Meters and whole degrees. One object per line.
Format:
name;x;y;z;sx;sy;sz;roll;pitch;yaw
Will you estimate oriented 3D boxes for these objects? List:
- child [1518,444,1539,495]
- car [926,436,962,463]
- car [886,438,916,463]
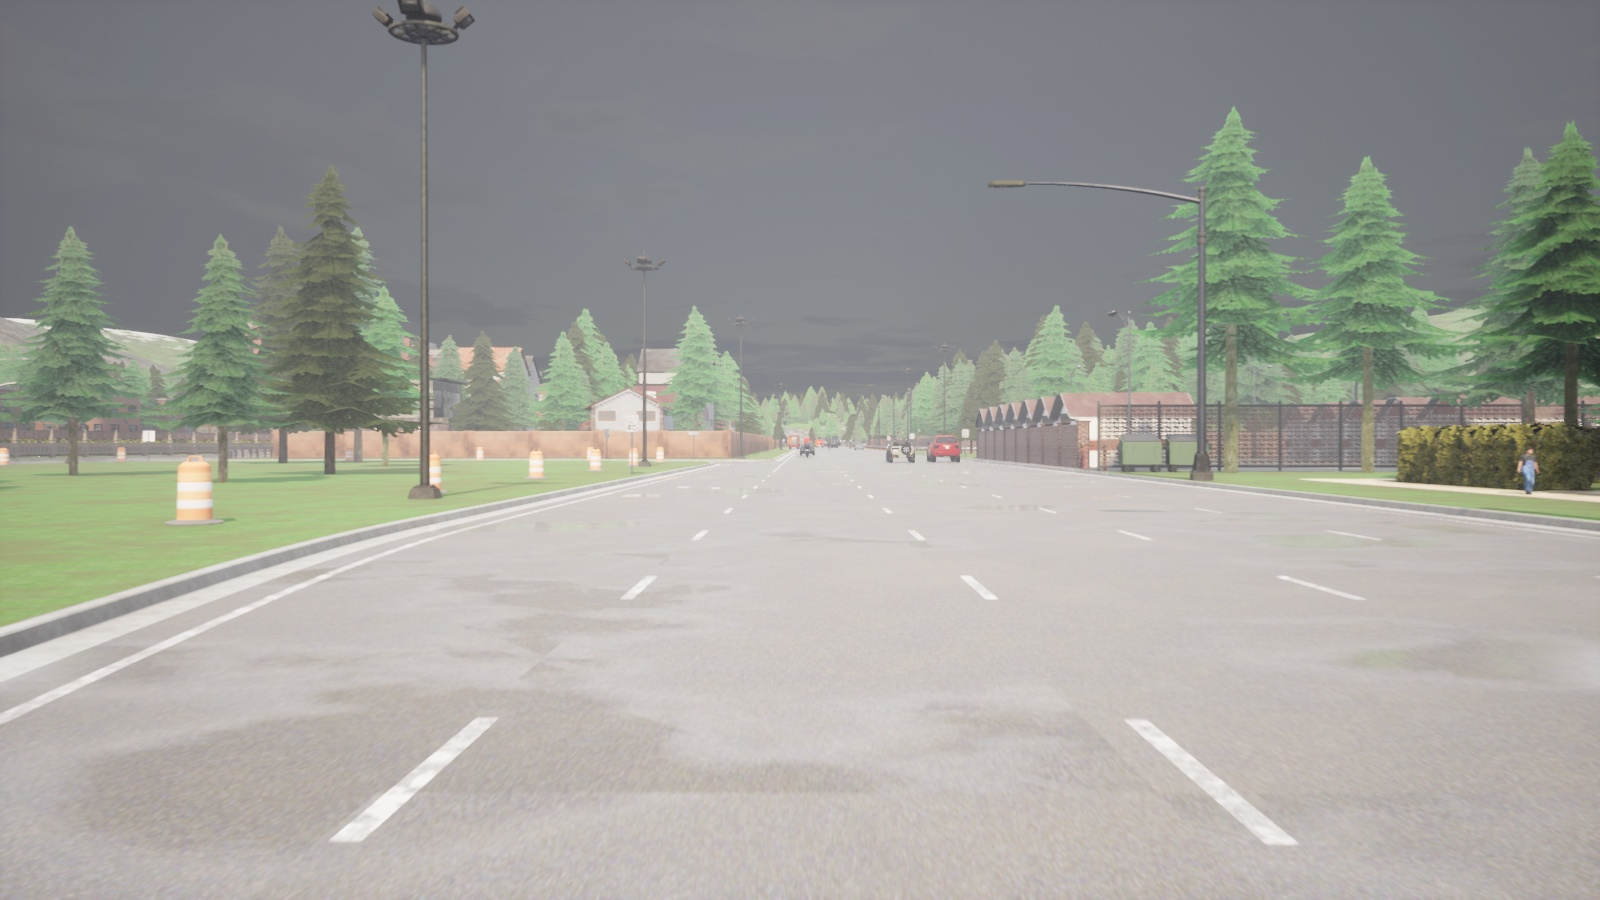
child;18.223;0.493;31.429;0.270;1.263;0.437;0;0;1
car;11.066;-0.071;96.956;2.150;2.045;5.566;0;0;0
car;7.552;0.037;94.535;1.932;1.855;4.605;0;0;0
